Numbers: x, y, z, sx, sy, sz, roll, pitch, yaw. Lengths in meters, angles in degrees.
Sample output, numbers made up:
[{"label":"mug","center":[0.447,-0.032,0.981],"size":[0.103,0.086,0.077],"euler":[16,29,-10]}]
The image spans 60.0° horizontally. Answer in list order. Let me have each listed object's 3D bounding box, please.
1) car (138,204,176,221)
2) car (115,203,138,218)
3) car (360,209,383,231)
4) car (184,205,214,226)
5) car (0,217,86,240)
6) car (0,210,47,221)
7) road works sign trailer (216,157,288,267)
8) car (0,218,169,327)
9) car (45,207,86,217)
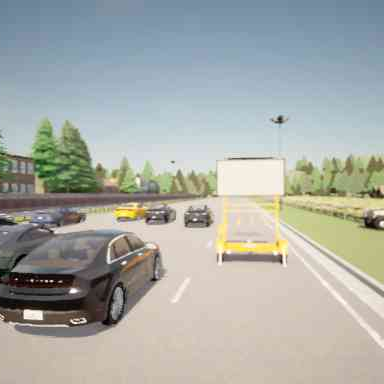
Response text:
[{"label":"car","center":[-2.560,1.762,27.884],"size":[2.128,1.511,4.902],"euler":[0,-1,8]},{"label":"car","center":[-5.597,1.798,31.312],"size":[1.882,1.535,5.008],"euler":[0,-1,8]},{"label":"car","center":[12.212,1.314,19.529],"size":[3.866,1.878,1.905],"euler":[0,-1,8]},{"label":"car","center":[0.576,1.717,25.124],"size":[2.128,1.511,4.902],"euler":[0,-1,8]},{"label":"car","center":[-5.135,1.689,10.147],"size":[1.994,1.385,4.181],"euler":[0,-1,8]},{"label":"car","center":[-8.185,1.701,13.491],"size":[1.812,1.442,4.674],"euler":[0,-1,8]},{"label":"road works sign trailer","center":[2.085,0.560,11.906],"size":[2.380,3.560,2.880],"euler":[0,-1,8]},{"label":"car","center":[-2.005,1.586,7.340],"size":[1.837,1.490,4.892],"euler":[0,0,8]},{"label":"car","center":[-10.010,1.841,25.255],"size":[2.033,1.411,5.357],"euler":[0,-1,8]}]
